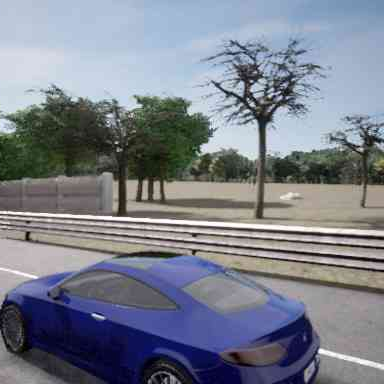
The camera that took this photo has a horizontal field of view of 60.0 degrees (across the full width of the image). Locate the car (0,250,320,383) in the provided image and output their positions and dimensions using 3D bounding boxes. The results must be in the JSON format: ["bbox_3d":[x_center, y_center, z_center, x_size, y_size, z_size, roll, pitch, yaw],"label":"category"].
[{"bbox_3d":[-0.750,1.552,4.527,4.674,1.442,1.812,-1,0,35],"label":"car"}]
